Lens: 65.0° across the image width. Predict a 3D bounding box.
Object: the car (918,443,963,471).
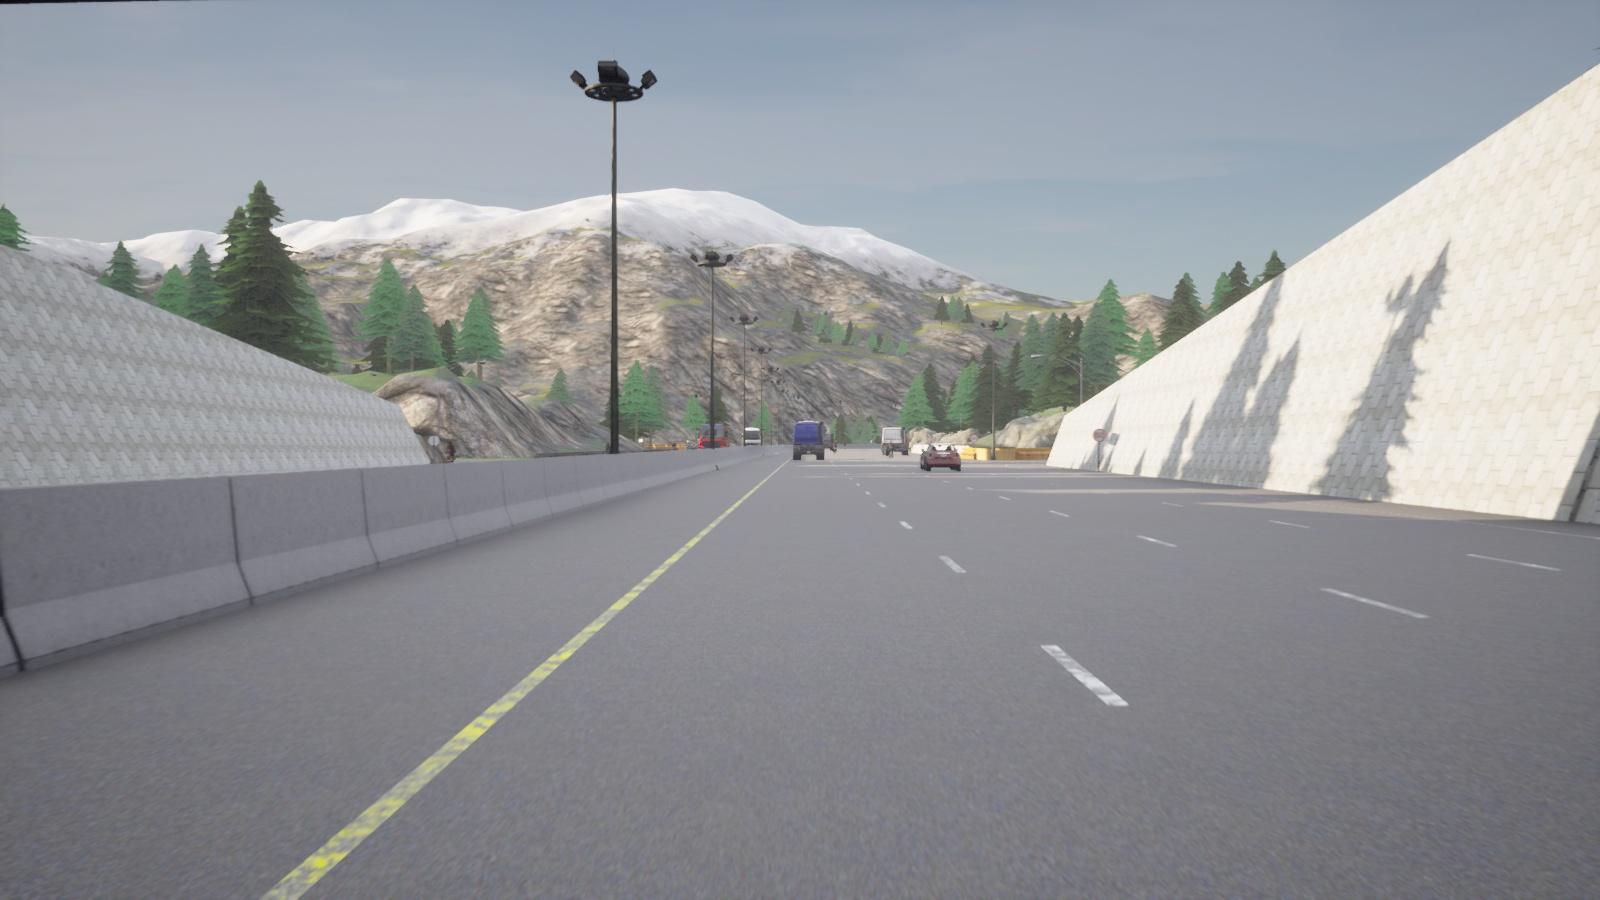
[{"bbox_3d":[7.469,0.339,67.140,1.970,1.475,3.806,0,0,0],"label":"car"}]
